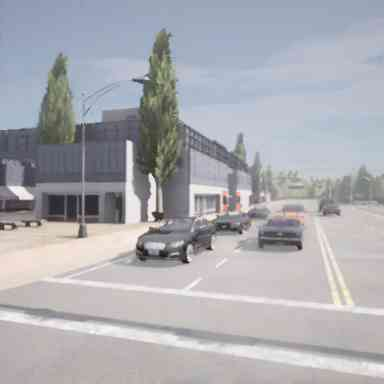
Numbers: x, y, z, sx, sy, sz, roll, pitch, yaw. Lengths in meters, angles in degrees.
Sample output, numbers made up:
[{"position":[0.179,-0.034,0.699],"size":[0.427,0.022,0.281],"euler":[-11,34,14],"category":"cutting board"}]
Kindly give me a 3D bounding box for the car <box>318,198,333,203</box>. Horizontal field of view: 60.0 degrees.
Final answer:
[{"position":[20.075,1.961,49.555],"size":[2.150,2.045,5.566],"euler":[0,-1,19],"category":"car"}]

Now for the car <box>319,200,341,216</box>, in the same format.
[{"position":[16.749,2.090,39.970],"size":[2.128,1.511,4.902],"euler":[0,-1,20],"category":"car"}]

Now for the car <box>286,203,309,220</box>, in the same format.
[{"position":[11.013,2.002,34.631],"size":[2.128,1.511,4.902],"euler":[0,-1,20],"category":"car"}]

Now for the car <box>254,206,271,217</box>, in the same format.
[{"position":[6.735,2.043,33.036],"size":[1.994,1.385,4.181],"euler":[0,-1,20],"category":"car"}]

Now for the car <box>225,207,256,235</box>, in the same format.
[{"position":[2.570,1.869,21.236],"size":[1.994,1.385,4.181],"euler":[0,-1,20],"category":"car"}]

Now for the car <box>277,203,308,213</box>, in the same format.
[{"position":[7.330,1.709,24.226],"size":[2.097,1.767,4.553],"euler":[0,-1,20],"category":"car"}]

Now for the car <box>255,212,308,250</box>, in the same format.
[{"position":[4.312,1.832,15.688],"size":[1.895,1.301,4.718],"euler":[0,-1,19],"category":"car"}]

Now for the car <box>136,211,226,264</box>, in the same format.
[{"position":[-0.400,1.673,12.847],"size":[2.128,1.511,4.902],"euler":[0,-1,19],"category":"car"}]
